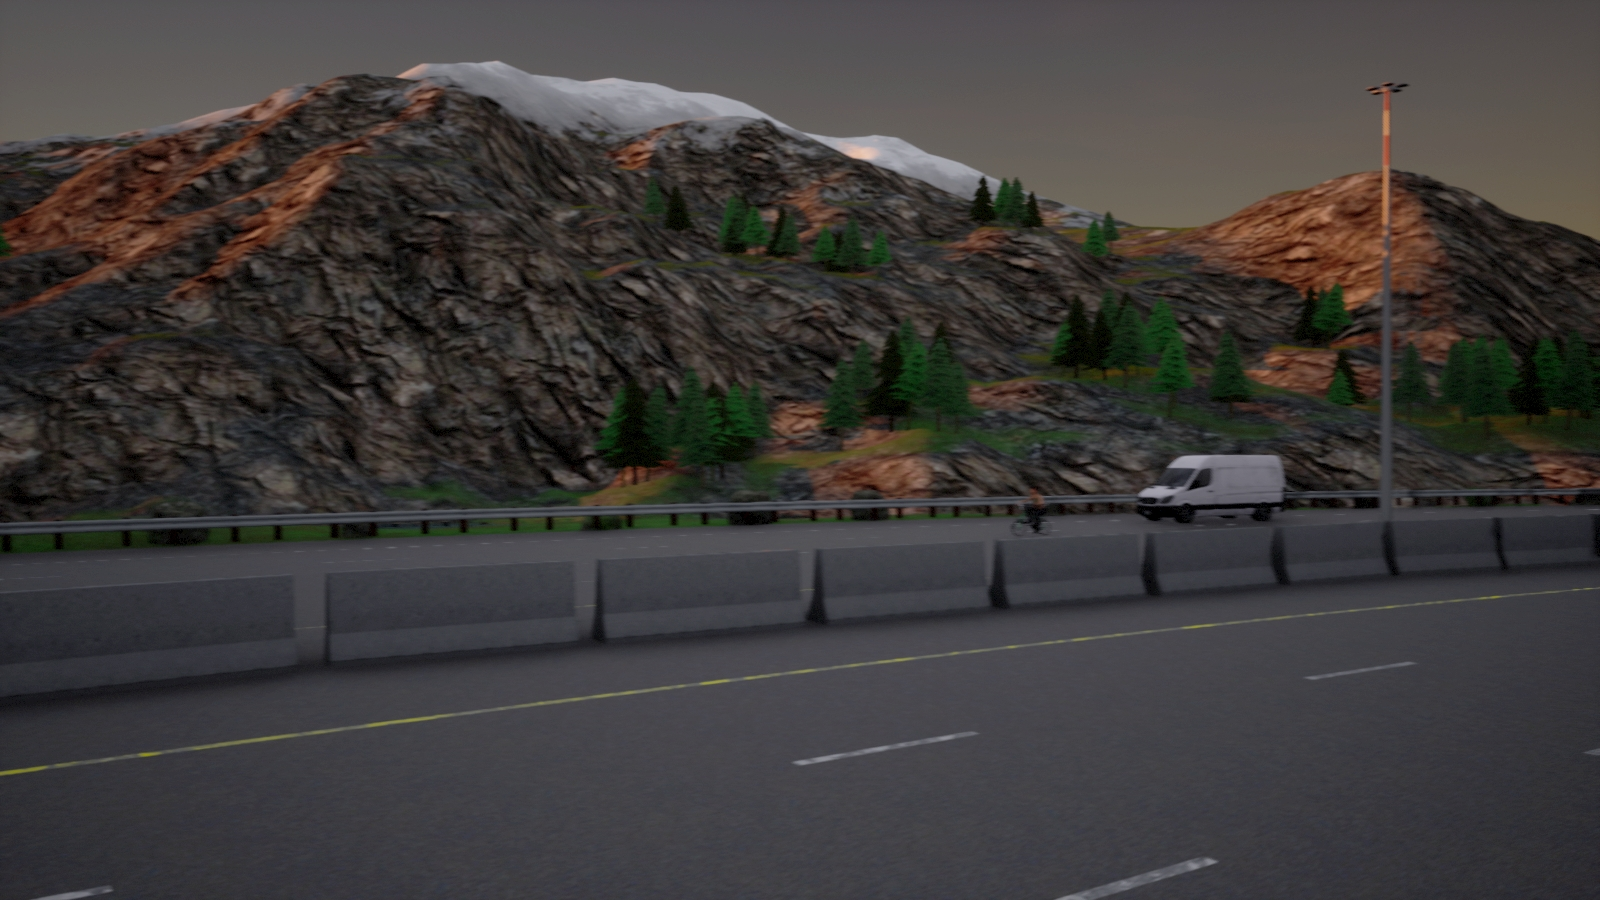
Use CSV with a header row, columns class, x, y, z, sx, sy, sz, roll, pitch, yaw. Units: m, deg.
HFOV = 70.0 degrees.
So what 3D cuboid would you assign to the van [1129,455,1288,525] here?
class,x,y,z,sx,sy,sz,roll,pitch,yaw
van,15.660,1.472,43.731,5.915,2.561,1.988,0,0,-22
